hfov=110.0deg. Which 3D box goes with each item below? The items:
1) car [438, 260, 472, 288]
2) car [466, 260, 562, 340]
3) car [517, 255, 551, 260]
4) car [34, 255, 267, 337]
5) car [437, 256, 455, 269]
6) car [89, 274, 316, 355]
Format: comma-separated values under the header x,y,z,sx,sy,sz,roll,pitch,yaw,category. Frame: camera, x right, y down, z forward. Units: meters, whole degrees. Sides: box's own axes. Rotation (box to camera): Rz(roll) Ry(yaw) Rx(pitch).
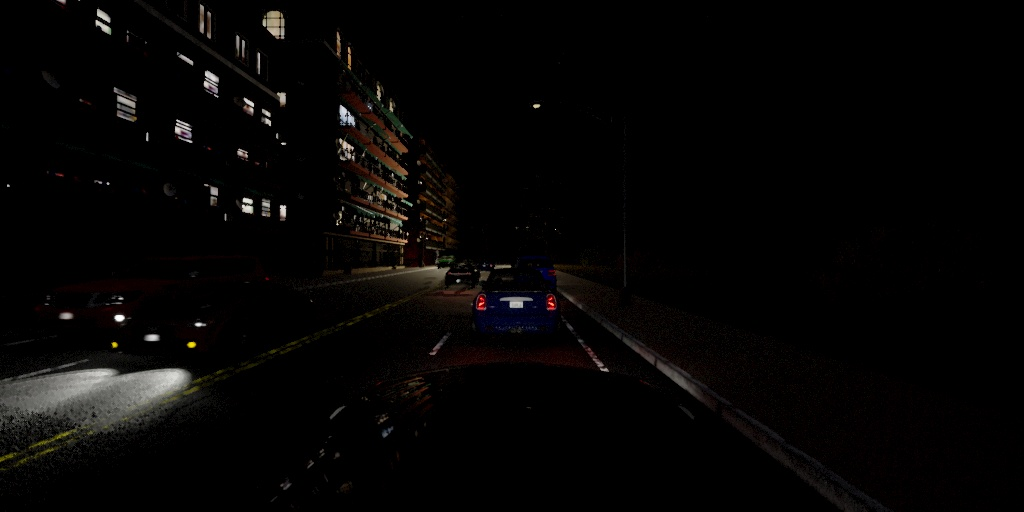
x,y,z,sx,sy,sz,roll,pitch,yaw,category
-3.150,1.245,23.514,2.128,1.511,4.902,0,0,0,car
0.098,1.103,10.122,2.097,1.767,4.553,0,0,0,car
1.137,0.977,19.697,2.150,2.045,5.566,0,0,0,car
-9.850,0.973,10.687,2.150,2.045,5.566,0,0,0,car
-9.840,0.971,54.315,2.150,2.045,5.566,0,0,0,car
-6.602,1.315,8.566,1.994,1.385,4.181,0,0,0,car
